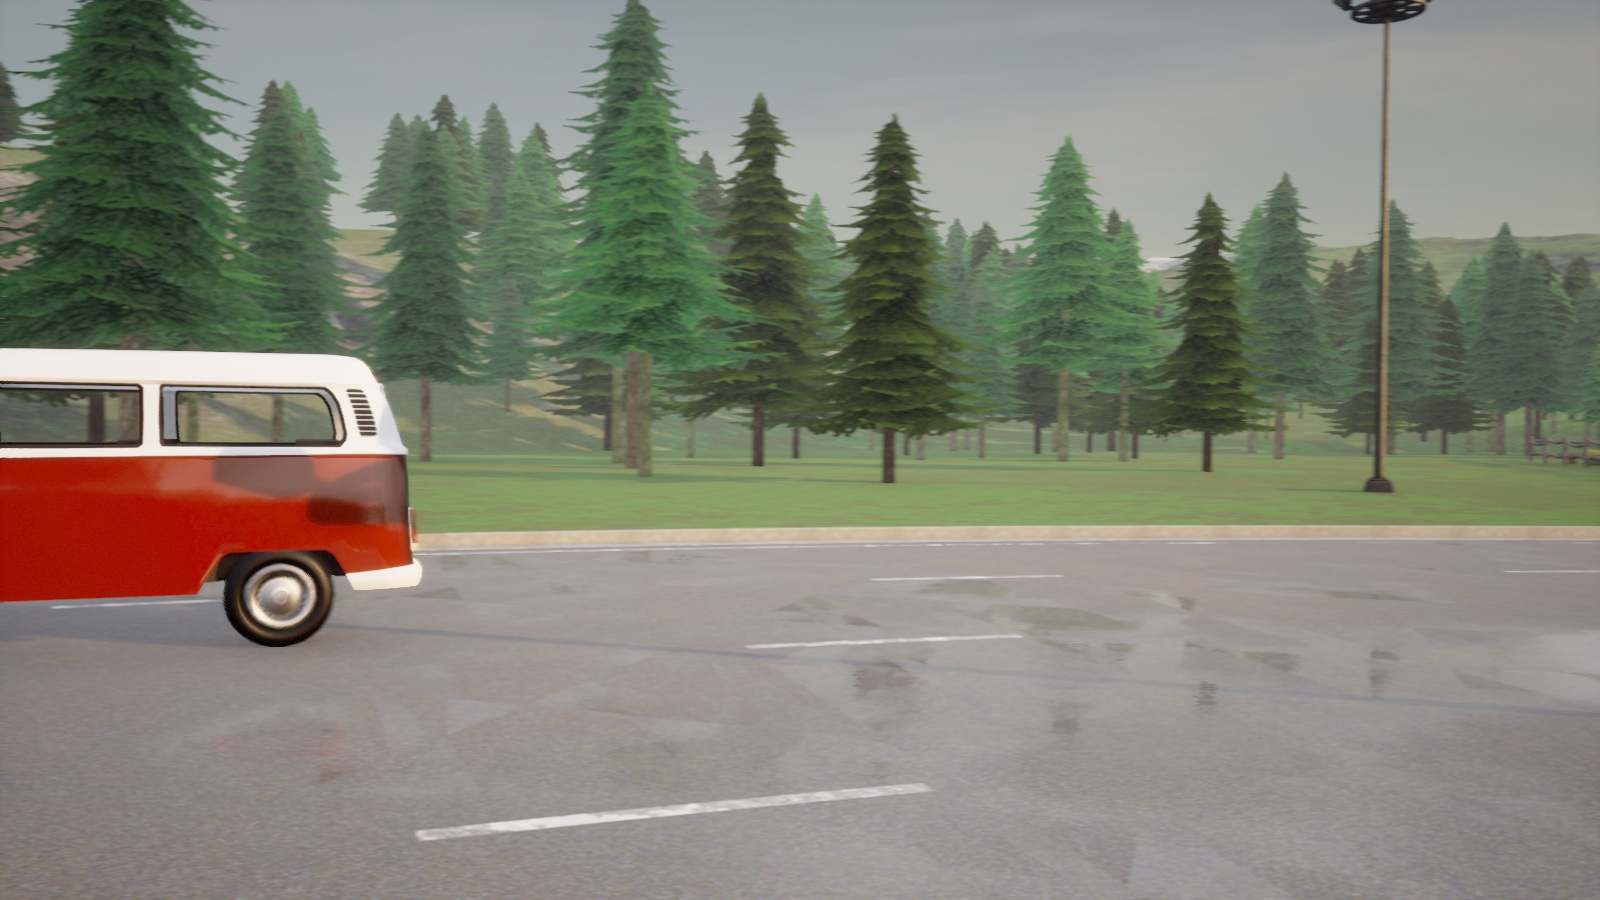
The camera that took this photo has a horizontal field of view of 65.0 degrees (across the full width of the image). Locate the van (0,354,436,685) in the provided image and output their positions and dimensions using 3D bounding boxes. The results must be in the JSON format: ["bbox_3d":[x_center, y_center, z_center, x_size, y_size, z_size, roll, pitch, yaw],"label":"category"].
[{"bbox_3d":[-5.009,0.416,8.805,4.480,2.038,2.069,-1,1,-23],"label":"van"}]
